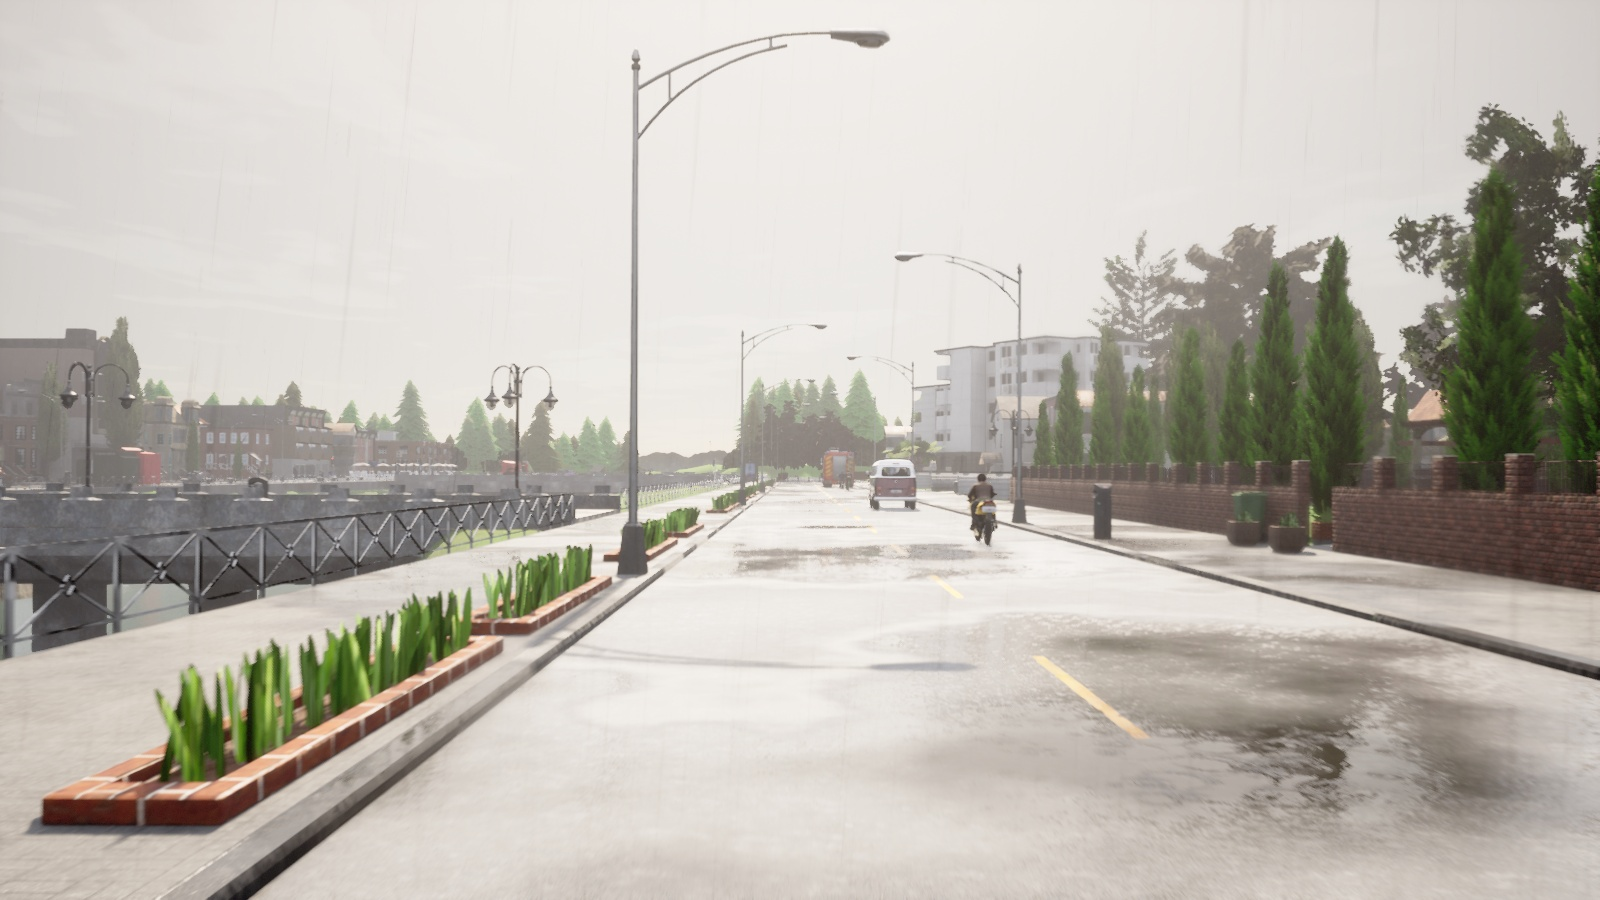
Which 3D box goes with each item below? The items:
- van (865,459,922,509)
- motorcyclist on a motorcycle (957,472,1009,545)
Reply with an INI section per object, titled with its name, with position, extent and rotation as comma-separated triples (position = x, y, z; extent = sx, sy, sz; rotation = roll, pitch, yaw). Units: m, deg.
[van]
position = 3.875, 1.407, 52.852
extent = 2.069, 2.038, 4.480
rotation = 0, -1, 0
[motorcyclist on a motorcycle]
position = 3.936, 1.236, 27.174
extent = 0.797, 1.523, 2.044
rotation = 0, -1, 0
